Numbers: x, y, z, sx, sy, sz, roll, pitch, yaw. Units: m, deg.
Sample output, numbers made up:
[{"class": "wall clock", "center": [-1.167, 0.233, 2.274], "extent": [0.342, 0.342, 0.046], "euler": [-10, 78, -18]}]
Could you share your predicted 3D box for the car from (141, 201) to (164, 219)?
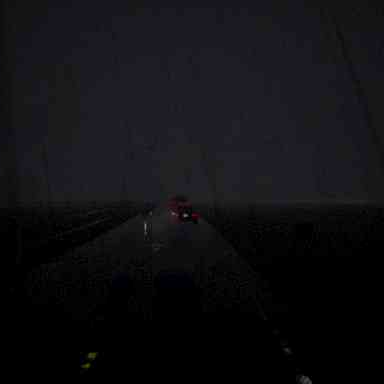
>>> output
[{"class": "car", "center": [-3.673, 1.651, 31.436], "extent": [2.128, 1.511, 4.902], "euler": [0, 0, -3]}]

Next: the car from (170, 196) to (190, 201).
[{"class": "car", "center": [-1.411, 1.436, 39.395], "extent": [2.150, 2.045, 5.566], "euler": [0, 0, -4]}]

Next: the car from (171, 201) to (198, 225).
[{"class": "car", "center": [-0.544, 1.677, 25.502], "extent": [2.033, 1.411, 5.357], "euler": [0, 0, -2]}]
